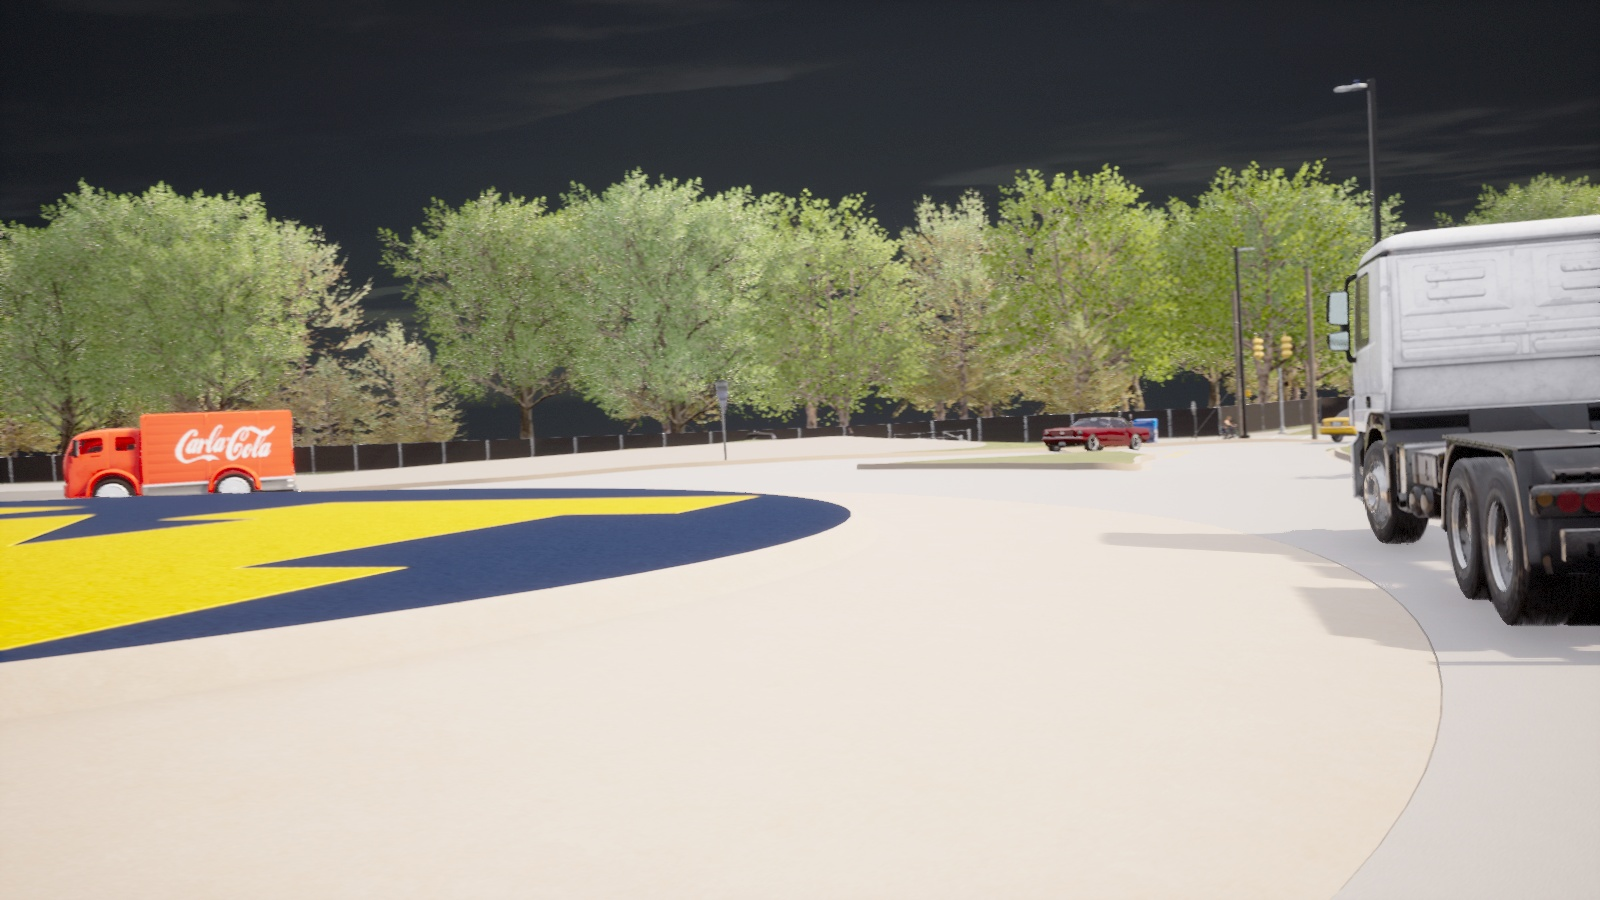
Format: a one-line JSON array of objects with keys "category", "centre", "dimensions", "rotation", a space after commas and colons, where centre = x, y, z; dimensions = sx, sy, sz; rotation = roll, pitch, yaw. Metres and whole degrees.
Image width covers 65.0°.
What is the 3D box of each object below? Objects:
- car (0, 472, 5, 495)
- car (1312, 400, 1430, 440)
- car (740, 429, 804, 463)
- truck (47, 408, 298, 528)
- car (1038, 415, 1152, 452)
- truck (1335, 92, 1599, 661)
[{"category": "car", "centre": [-52.633, 2.217, 79.997], "dimensions": [4.674, 1.442, 1.812], "rotation": [-2, 0, 37]}, {"category": "car", "centre": [23.387, -1.236, 51.354], "dimensions": [5.366, 1.575, 1.801], "rotation": [-2, 1, -34]}, {"category": "car", "centre": [-1.807, -0.256, 81.563], "dimensions": [3.866, 1.878, 1.905], "rotation": [-3, 3, 5]}, {"category": "truck", "centre": [-15.419, 0.463, 31.255], "dimensions": [5.204, 2.467, 2.627], "rotation": [-3, -5, -20]}, {"category": "car", "centre": [11.204, -0.640, 47.511], "dimensions": [4.718, 1.301, 1.895], "rotation": [-1, 0, -43]}, {"category": "truck", "centre": [6.976, -0.678, 11.186], "dimensions": [2.891, 3.462, 7.936], "rotation": [-3, 2, 16]}]
